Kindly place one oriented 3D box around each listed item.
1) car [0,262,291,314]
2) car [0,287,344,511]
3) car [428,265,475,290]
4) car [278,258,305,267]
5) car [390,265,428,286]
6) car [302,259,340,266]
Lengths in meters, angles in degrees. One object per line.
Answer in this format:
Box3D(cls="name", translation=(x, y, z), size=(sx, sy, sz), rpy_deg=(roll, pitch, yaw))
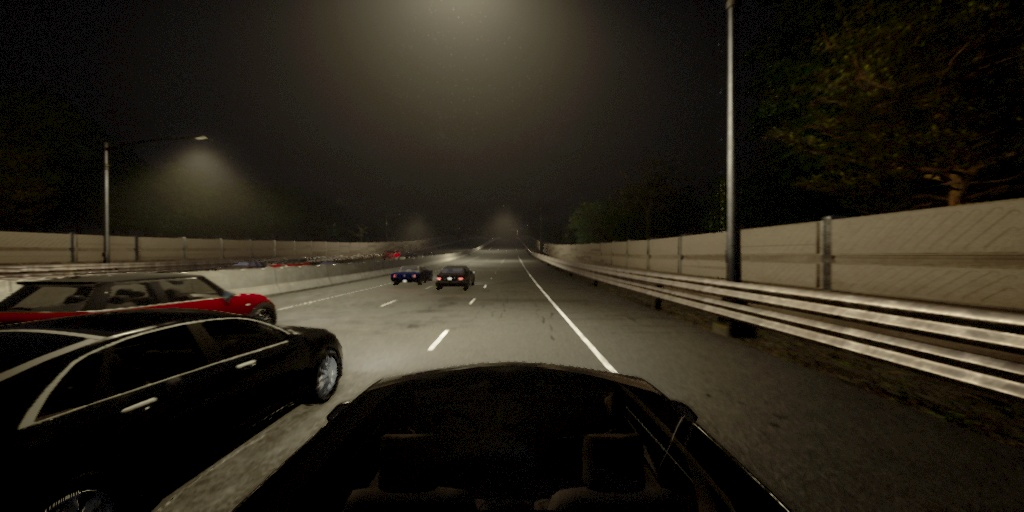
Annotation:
Box3D(cls="car", translation=(-6.916, 1.109, 7.111), size=(2.097, 1.767, 4.553), rpy_deg=(0, 0, 0))
Box3D(cls="car", translation=(-3.431, 1.258, 3.423), size=(1.837, 1.490, 4.892), rpy_deg=(0, 0, 0))
Box3D(cls="car", translation=(-3.415, 1.290, 22.219), size=(2.033, 1.411, 5.357), rpy_deg=(0, 0, 0))
Box3D(cls="car", translation=(-21.094, 0.976, 33.934), size=(2.097, 1.767, 4.553), rpy_deg=(0, 1, 0))
Box3D(cls="car", translation=(-6.910, 1.322, 25.338), size=(1.895, 1.301, 4.718), rpy_deg=(0, 0, 0))
Box3D(cls="car", translation=(-17.596, 1.185, 34.167), size=(1.994, 1.385, 4.181), rpy_deg=(0, 1, 0))
